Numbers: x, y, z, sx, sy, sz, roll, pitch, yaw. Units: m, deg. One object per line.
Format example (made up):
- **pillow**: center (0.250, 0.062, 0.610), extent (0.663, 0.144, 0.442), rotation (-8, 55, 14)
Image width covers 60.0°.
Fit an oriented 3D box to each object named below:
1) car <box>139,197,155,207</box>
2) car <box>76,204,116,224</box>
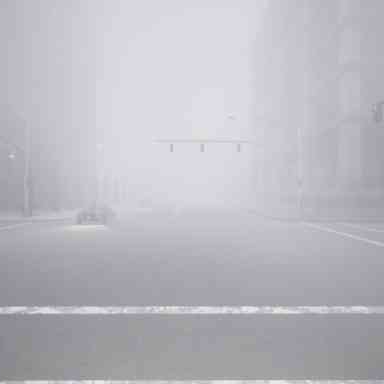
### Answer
- **car**: center (-6.750, 1.483, 50.125), extent (2.128, 1.511, 4.902), rotation (0, 0, 0)
- **car**: center (-6.873, 1.545, 24.141), extent (1.994, 1.385, 4.181), rotation (0, -1, 0)
